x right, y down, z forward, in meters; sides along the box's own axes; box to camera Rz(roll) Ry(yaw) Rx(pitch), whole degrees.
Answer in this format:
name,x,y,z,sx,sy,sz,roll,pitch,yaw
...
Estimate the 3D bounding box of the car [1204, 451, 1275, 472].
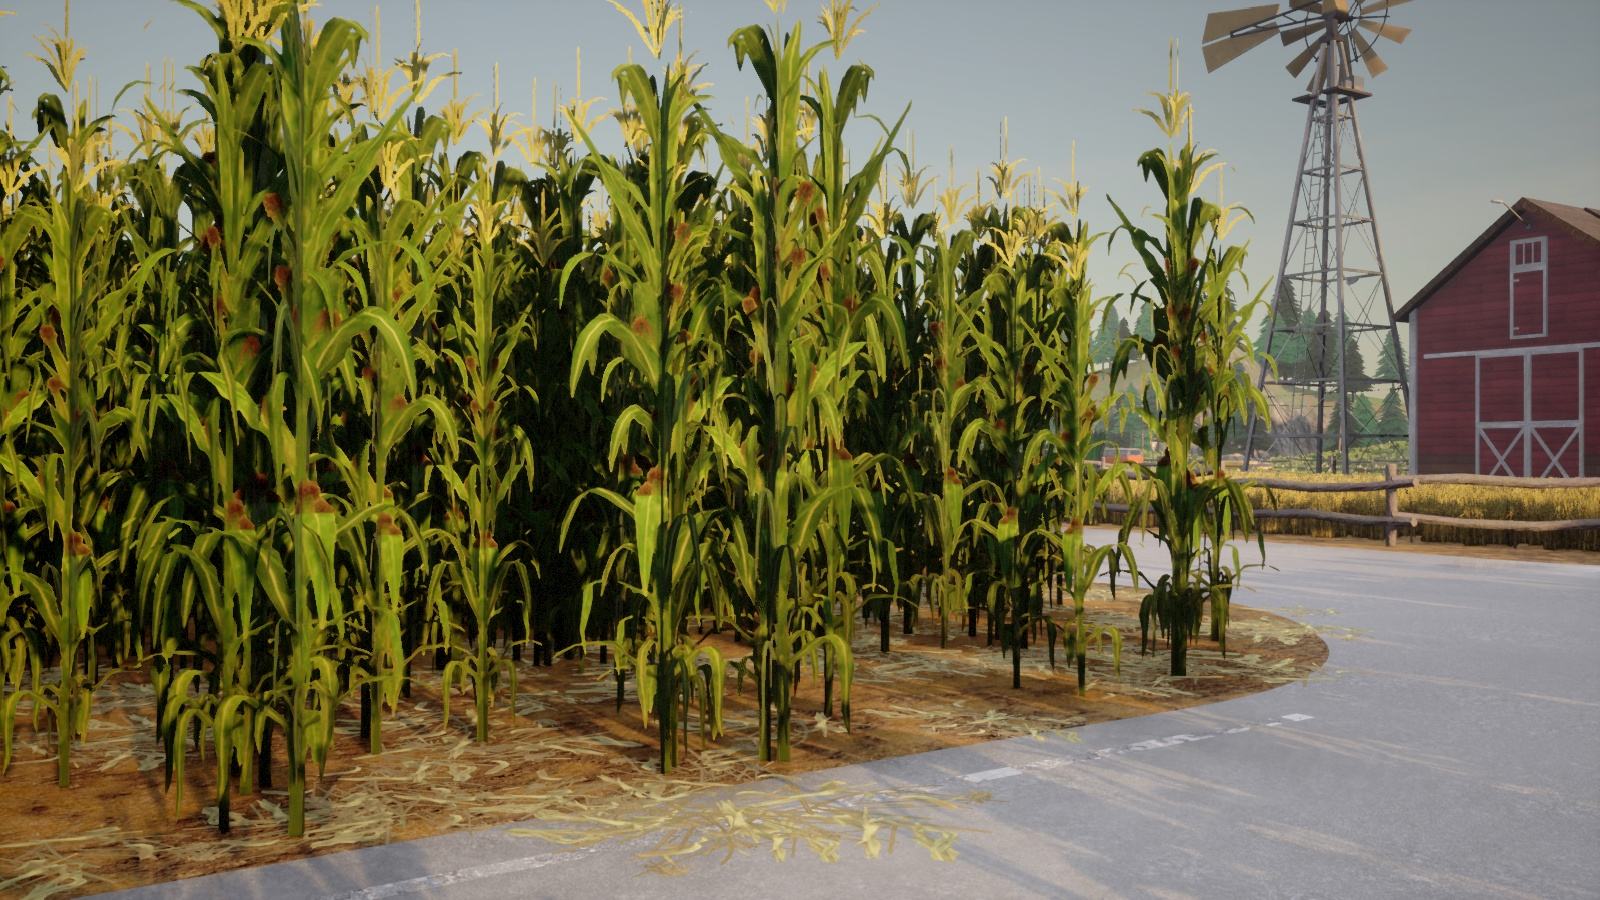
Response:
name,x,y,z,sx,sy,sz,roll,pitch,yaw
car,32.753,0.843,93.708,1.801,1.575,5.366,0,0,-25
